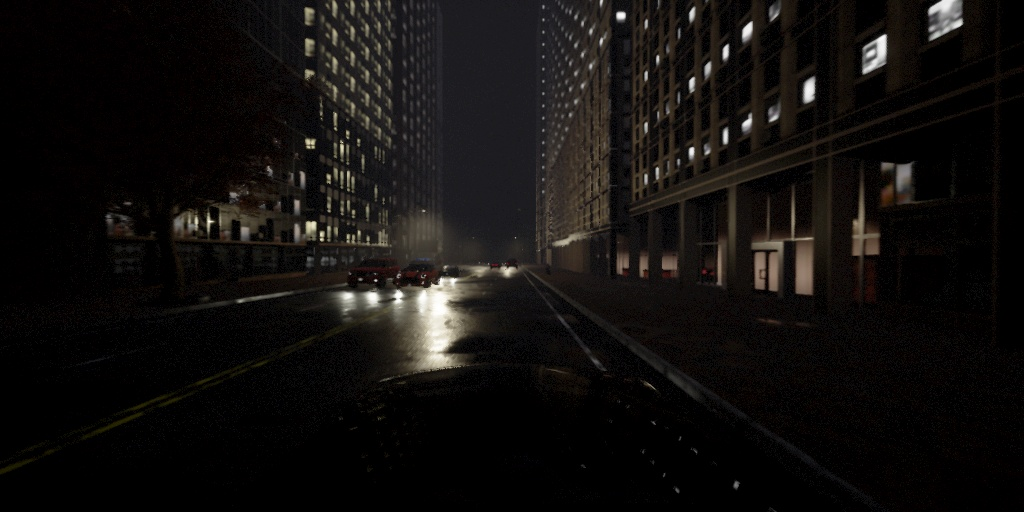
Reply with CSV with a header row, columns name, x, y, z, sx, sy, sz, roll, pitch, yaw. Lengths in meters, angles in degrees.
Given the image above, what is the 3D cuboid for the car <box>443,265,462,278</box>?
name,x,y,z,sx,sy,sz,roll,pitch,yaw
car,-6.496,1.627,37.870,1.994,1.385,4.181,0,-1,0

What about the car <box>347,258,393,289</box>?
name,x,y,z,sx,sy,sz,roll,pitch,yaw
car,-9.745,1.181,25.842,2.150,2.045,5.566,0,-1,0

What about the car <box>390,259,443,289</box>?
name,x,y,z,sx,sy,sz,roll,pitch,yaw
car,-6.508,1.304,25.081,2.097,1.767,4.553,0,0,0
